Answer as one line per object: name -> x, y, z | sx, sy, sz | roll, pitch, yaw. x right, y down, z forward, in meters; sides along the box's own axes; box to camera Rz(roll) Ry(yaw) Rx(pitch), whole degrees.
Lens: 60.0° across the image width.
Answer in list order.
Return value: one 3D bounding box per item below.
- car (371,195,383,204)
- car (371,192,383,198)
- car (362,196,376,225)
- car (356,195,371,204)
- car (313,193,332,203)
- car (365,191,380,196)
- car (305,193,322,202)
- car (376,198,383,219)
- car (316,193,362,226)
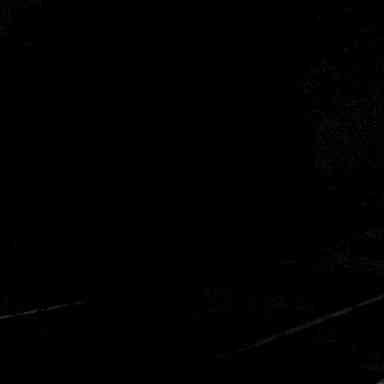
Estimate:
car -> 37.865, 1.520, 67.544 | 2.185, 1.767, 4.553 | 1, -2, 35
car -> 19.608, 1.203, 29.902 | 5.566, 2.045, 2.435 | -1, 0, 35
car -> 9.804, 1.339, 22.907 | 4.553, 1.767, 2.185 | -1, -1, 35
car -> 36.138, 1.520, 70.030 | 2.185, 1.767, 4.553 | 1, -2, 35
car -> 23.178, 1.006, 58.886 | 2.185, 1.767, 4.553 | 0, -1, 35
car -> 28.240, 0.879, 51.585 | 2.435, 2.045, 5.566 | 1, 0, 35
car -> 29.270, 1.397, 79.975 | 2.435, 2.045, 5.566 | 1, -2, 35
car -> 14.698, 1.465, 26.408 | 5.008, 1.535, 2.097 | -1, -1, 35
car -> 7.354, 1.213, 21.181 | 5.566, 2.045, 2.435 | -1, -1, 35
